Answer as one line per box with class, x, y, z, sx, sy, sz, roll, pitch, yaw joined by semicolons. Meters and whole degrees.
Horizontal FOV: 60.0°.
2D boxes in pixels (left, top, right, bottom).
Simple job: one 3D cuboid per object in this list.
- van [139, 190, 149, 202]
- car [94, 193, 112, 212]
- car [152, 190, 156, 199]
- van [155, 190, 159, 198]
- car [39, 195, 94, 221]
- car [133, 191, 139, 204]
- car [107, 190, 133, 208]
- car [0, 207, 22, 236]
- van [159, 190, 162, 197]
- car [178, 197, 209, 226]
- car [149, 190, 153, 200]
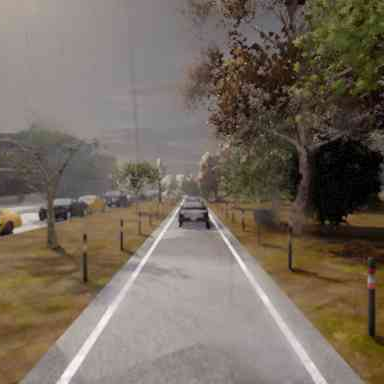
van;-9.078;0.708;56.864;1.878;1.987;4.442;0;1;2
car;-9.038;1.082;29.266;2.097;1.535;5.008;0;0;2
car;-9.086;0.878;68.062;2.163;1.488;4.792;0;-1;-2
van;-9.097;0.584;74.573;1.878;1.987;4.442;0;-1;-3
car;-9.030;1.131;23.718;2.097;1.535;5.008;0;0;2
car;-9.059;1.036;45.895;2.002;1.452;4.674;0;0;0
car;-9.050;0.798;39.149;2.435;2.045;5.566;0;0;1
car;-9.024;1.201;13.466;1.946;1.575;5.366;0;0;2
van;-9.263;0.524;84.523;1.878;1.987;4.442;0;-1;-2
car;0.098;1.291;21.610;2.128;1.511;4.902;0;1;0
car;-9.080;0.879;62.551;2.231;1.521;4.892;0;-1;-2
